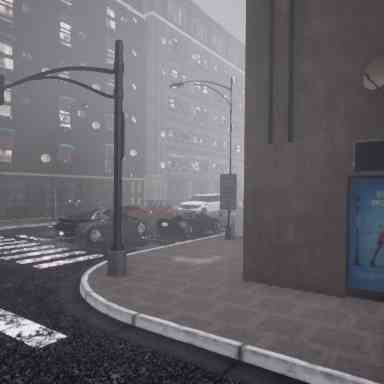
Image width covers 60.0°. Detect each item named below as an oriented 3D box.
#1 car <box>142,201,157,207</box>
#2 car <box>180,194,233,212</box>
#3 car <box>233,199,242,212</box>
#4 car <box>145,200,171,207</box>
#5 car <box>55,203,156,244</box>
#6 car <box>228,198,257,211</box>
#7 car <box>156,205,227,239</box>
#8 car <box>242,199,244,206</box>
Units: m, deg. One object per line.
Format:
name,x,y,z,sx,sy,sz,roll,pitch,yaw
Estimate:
car,-4.569,1.487,20.829,1.812,1.442,4.674,1,1,35
car,1.096,1.171,28.919,2.150,2.045,5.566,1,1,35
car,3.041,1.224,35.996,2.192,1.841,5.009,1,1,35
car,-3.368,1.362,26.841,1.967,1.590,4.097,1,1,35
car,-4.192,1.510,16.226,1.837,1.490,4.892,1,1,35
car,6.242,1.483,40.576,1.802,1.307,4.206,1,1,35
car,-0.117,1.599,17.746,1.947,1.339,4.313,1,1,35
car,6.961,1.289,37.281,2.097,1.767,4.553,1,1,35
